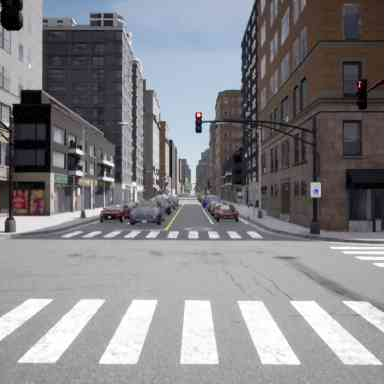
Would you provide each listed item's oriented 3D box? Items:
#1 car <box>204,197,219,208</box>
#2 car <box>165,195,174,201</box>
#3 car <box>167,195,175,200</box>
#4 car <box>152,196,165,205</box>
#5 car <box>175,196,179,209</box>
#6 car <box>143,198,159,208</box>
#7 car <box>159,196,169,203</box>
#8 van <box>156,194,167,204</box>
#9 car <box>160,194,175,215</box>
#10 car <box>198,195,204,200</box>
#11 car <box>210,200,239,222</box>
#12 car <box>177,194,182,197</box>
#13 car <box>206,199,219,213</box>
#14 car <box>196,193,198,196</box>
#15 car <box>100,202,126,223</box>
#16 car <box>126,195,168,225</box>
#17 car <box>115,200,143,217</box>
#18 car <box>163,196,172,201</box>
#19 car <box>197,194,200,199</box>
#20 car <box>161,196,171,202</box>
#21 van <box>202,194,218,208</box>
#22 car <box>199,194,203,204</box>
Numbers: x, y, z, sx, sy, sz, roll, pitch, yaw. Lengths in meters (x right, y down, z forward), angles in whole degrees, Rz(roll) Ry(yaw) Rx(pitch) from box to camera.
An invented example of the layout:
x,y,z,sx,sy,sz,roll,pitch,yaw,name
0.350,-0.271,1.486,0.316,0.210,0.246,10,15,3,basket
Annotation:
x,y,z,sx,sy,sz,roll,pitch,yaw,name
2.611,1.592,37.335,1.802,1.307,4.206,1,0,0,car
-6.003,1.604,88.384,1.947,1.339,4.313,1,0,0,car
-6.012,1.586,94.056,1.887,1.381,4.507,1,0,0,car
-5.952,1.461,60.019,1.967,1.590,4.097,1,0,0,car
-3.159,1.577,43.844,1.994,1.385,4.181,0,0,1,car
-5.934,1.597,48.674,1.802,1.307,4.206,1,0,0,car
-5.973,1.610,71.365,1.802,1.307,4.206,1,0,0,car
-5.961,1.366,65.692,1.690,1.788,3.998,1,0,0,van
-3.156,1.361,33.900,2.097,1.767,4.553,0,0,0,car
2.514,1.566,94.238,1.752,1.417,4.829,1,0,0,car
2.631,1.588,25.988,1.802,1.307,4.206,1,0,0,car
-3.146,1.509,54.077,2.128,1.511,4.902,0,0,0,car
2.621,1.590,31.661,1.802,1.307,4.206,1,0,0,car
2.535,1.350,82.722,2.192,1.841,5.009,1,0,0,car
-5.894,1.551,25.982,1.887,1.381,4.507,1,0,0,car
-3.138,1.358,24.079,2.097,1.767,4.553,0,0,0,car
-5.904,1.552,31.655,1.887,1.381,4.507,1,0,0,car
-5.993,1.601,82.711,1.947,1.339,4.313,1,0,0,car
2.552,1.594,71.374,1.947,1.339,4.313,1,0,0,car
-5.983,1.582,77.038,2.008,1.369,4.403,1,0,0,car
2.604,1.353,43.008,1.690,1.788,3.998,1,0,0,van
2.595,1.330,48.681,2.192,1.841,5.009,1,0,0,car
